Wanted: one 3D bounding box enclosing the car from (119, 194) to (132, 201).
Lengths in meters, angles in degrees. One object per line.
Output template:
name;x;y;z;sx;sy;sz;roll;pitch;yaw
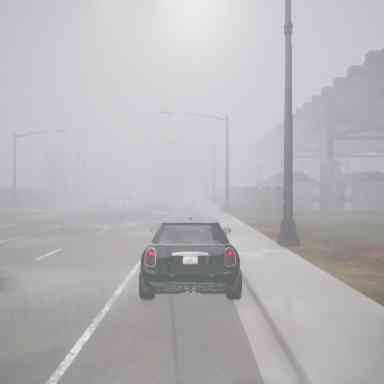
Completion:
car;-13.895;1.070;69.794;1.895;1.301;4.718;0;1;0

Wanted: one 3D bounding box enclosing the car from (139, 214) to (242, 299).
car;-0.033;1.353;8.620;2.097;1.767;4.553;0;0;0

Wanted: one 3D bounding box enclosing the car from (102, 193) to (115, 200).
car;-17.395;0.974;69.821;1.837;1.490;4.892;0;1;0
